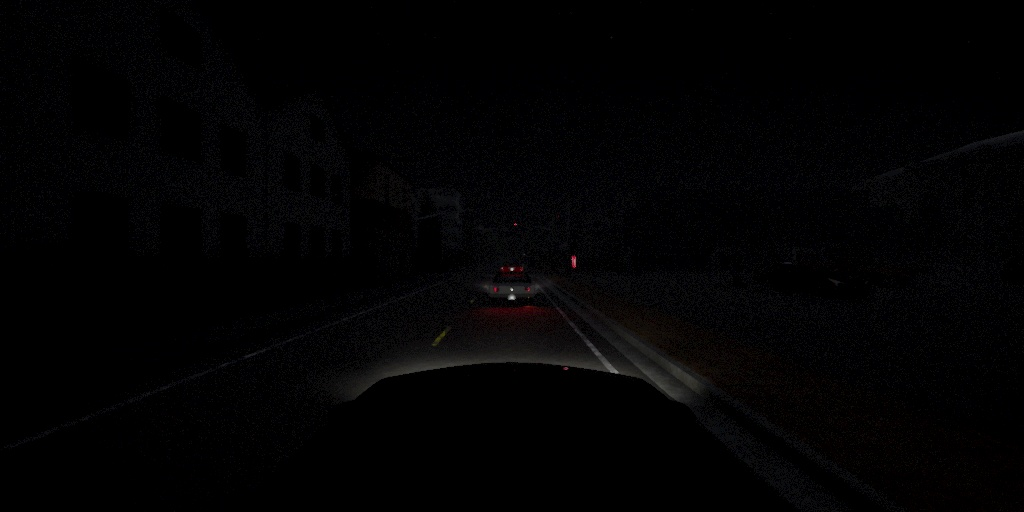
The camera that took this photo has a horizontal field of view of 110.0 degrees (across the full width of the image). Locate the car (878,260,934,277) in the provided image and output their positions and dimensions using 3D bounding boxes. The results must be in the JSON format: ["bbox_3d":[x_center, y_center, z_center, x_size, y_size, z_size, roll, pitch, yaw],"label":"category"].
[{"bbox_3d":[47.924,1.330,43.424,4.553,1.767,2.097,0,0,0],"label":"car"}]

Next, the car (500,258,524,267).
[{"bbox_3d":[0.000,1.114,31.470,2.097,1.767,4.553,0,0,0],"label":"car"}]

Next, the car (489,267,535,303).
[{"bbox_3d":[0.000,1.364,16.530,1.895,1.301,4.718,0,0,0],"label":"car"}]
